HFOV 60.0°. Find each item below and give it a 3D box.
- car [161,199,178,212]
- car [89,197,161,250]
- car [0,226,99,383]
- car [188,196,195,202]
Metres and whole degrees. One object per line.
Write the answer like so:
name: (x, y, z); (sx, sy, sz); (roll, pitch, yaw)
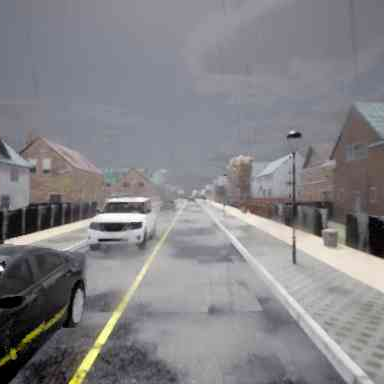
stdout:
car: (-2.827, 1.660, 40.707); (1.837, 1.490, 4.892); (0, -1, 0)
car: (-2.861, 1.261, 14.829); (2.150, 2.045, 5.566); (0, 0, 0)
car: (-2.854, 1.488, 4.189); (1.882, 1.535, 5.008); (0, 0, 0)
car: (-0.157, 2.032, 93.931); (1.882, 1.535, 5.008); (0, -1, 0)
